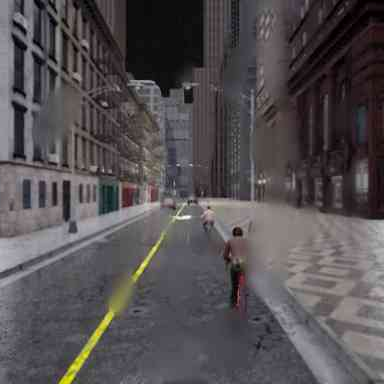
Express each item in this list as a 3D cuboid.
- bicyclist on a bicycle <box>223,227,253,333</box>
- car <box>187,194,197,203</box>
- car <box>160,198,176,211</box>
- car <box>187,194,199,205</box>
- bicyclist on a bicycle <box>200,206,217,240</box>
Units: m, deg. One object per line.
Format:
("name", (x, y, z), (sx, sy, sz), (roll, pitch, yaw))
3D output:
("bicyclist on a bicycle", (0.830, 1.461, 5.890), (0.582, 1.620, 1.656), (0, 0, 0))
("car", (0.044, 1.428, 75.653), (2.150, 2.045, 5.566), (0, 0, 0))
("car", (-3.069, 1.560, 43.231), (1.882, 1.535, 5.008), (0, 0, 0))
("car", (0.138, 1.650, 61.432), (1.837, 1.490, 4.892), (0, 0, 0))
("bicyclist on a bicycle", (0.798, 1.459, 15.968), (0.866, 1.612, 1.509), (0, 0, 0))
